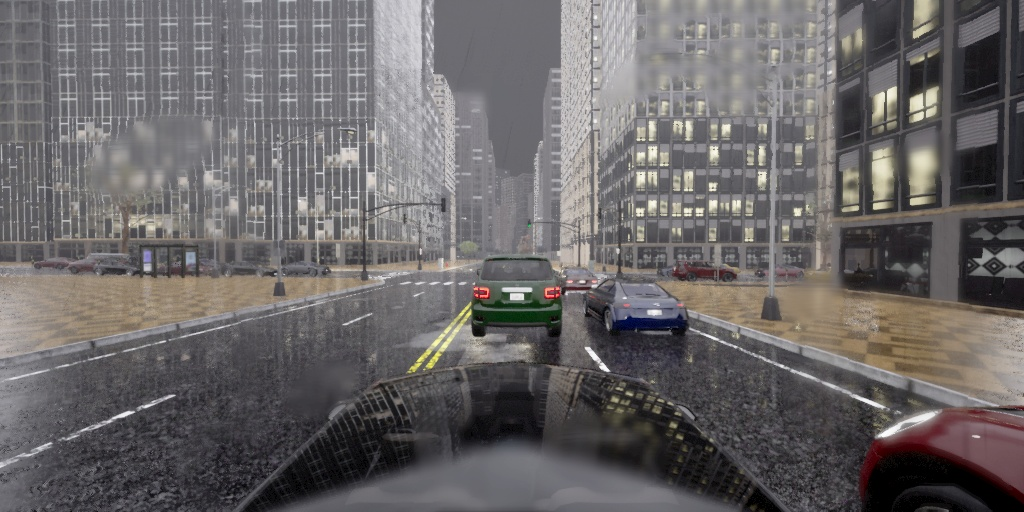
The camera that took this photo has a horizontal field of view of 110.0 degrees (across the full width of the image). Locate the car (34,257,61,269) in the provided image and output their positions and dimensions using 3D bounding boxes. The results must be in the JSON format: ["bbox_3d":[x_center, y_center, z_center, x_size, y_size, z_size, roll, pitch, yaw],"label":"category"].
[{"bbox_3d":[-50.899,0.793,40.258,4.207,1.307,1.802,0,0,1],"label":"car"}]

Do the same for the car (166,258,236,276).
[{"bbox_3d":[-29.375,0.995,33.978,4.902,1.511,2.128,1,1,1],"label":"car"}]

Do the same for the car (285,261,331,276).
[{"bbox_3d":[-19.405,1.157,33.758,4.181,1.385,1.994,1,1,1],"label":"car"}]

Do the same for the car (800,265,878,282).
[{"bbox_3d":[27.695,1.578,30.306,4.829,1.417,1.751,0,0,1],"label":"car"}]

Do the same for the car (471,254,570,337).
[{"bbox_3d":[0.115,0.967,10.394,2.150,2.045,5.566,0,0,0],"label":"car"}]

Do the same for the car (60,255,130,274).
[{"bbox_3d":[-39.446,0.937,34.208,4.674,1.442,1.812,1,1,2],"label":"car"}]

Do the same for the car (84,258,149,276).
[{"bbox_3d":[-34.041,1.069,31.451,4.313,1.339,1.948,0,0,1],"label":"car"}]

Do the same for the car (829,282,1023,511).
[{"bbox_3d":[3.344,1.103,0.444,2.097,1.767,4.553,0,0,0],"label":"car"}]

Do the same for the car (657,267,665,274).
[{"bbox_3d":[16.940,1.430,36.287,4.181,1.385,1.994,1,1,1],"label":"car"}]

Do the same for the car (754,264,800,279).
[{"bbox_3d":[26.933,1.518,36.103,4.181,1.385,1.994,0,1,1],"label":"car"}]

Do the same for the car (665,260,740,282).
[{"bbox_3d":[16.247,1.269,30.524,5.009,1.841,2.192,0,0,1],"label":"car"}]

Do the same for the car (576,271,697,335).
[{"bbox_3d":[3.372,1.310,10.529,1.994,1.385,4.181,0,0,-1],"label":"car"}]

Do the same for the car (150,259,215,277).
[{"bbox_3d":[-28.361,1.138,31.267,4.207,1.307,1.802,0,0,1],"label":"car"}]

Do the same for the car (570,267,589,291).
[{"bbox_3d":[3.386,1.288,19.796,2.033,1.411,5.357,0,0,0],"label":"car"}]

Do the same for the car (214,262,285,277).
[{"bbox_3d":[-22.677,1.174,31.124,4.313,1.339,1.948,0,0,1],"label":"car"}]
